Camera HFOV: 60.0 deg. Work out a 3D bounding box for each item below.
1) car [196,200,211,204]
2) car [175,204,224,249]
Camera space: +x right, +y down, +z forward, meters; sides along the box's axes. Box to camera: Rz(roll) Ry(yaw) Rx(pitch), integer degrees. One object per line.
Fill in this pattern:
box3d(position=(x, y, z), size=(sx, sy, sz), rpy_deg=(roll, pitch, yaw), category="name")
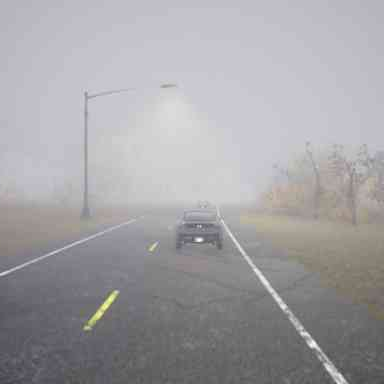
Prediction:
box3d(position=(1.197, 1.580, 35.519), size=(2.033, 1.411, 5.357), rpy_deg=(0, 0, 4), category="car")
box3d(position=(0.326, 1.501, 14.612), size=(1.837, 1.490, 4.892), rpy_deg=(0, 0, 1), category="car")
